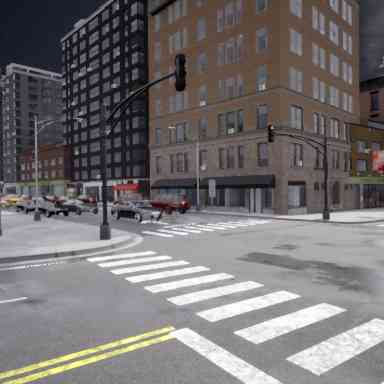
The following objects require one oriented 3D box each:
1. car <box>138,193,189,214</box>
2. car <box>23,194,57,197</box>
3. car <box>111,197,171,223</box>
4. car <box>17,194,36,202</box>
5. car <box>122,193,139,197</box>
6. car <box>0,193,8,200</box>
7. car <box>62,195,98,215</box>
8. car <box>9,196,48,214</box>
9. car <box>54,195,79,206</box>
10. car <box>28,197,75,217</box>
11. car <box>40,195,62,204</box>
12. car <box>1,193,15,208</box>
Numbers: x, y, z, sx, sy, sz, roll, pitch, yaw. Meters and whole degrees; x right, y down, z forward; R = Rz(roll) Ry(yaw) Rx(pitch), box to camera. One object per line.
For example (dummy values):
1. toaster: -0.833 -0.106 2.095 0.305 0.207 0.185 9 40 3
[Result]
1. car: -2.444 1.087 31.196 2.192 1.841 5.009 0 1 -44
2. car: -17.524 1.258 38.435 1.812 1.442 4.674 -1 1 -44
3. car: -4.173 1.372 24.691 2.128 1.511 4.902 -1 1 -44
4. car: -29.319 1.044 58.841 1.802 1.307 4.206 0 1 -44
5. car: -6.283 1.045 35.145 2.192 1.841 5.009 0 1 -44
6. car: -40.837 0.885 70.687 1.947 1.339 4.313 0 1 -44
7. car: -10.593 1.336 31.293 1.812 1.442 4.674 -1 1 -44
8. car: -16.230 1.375 33.149 1.947 1.339 4.313 0 1 -44
9. car: -17.802 1.181 46.994 1.802 1.307 4.206 0 1 -44
10. car: -12.392 1.418 29.200 1.947 1.339 4.313 0 1 -44
11. car: -21.641 1.136 50.943 1.802 1.307 4.206 0 1 -44
12. car: -23.788 1.248 40.922 1.752 1.417 4.829 0 1 -44
